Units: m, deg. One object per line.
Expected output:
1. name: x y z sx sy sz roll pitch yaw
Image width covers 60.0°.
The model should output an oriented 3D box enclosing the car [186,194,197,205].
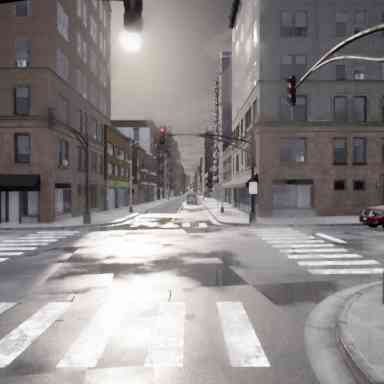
1. car: -0.017 1.583 60.021 2.033 1.411 5.357 0 0 0

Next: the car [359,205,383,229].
1. car: 12.053 1.120 18.376 5.009 1.841 2.192 -1 1 0
